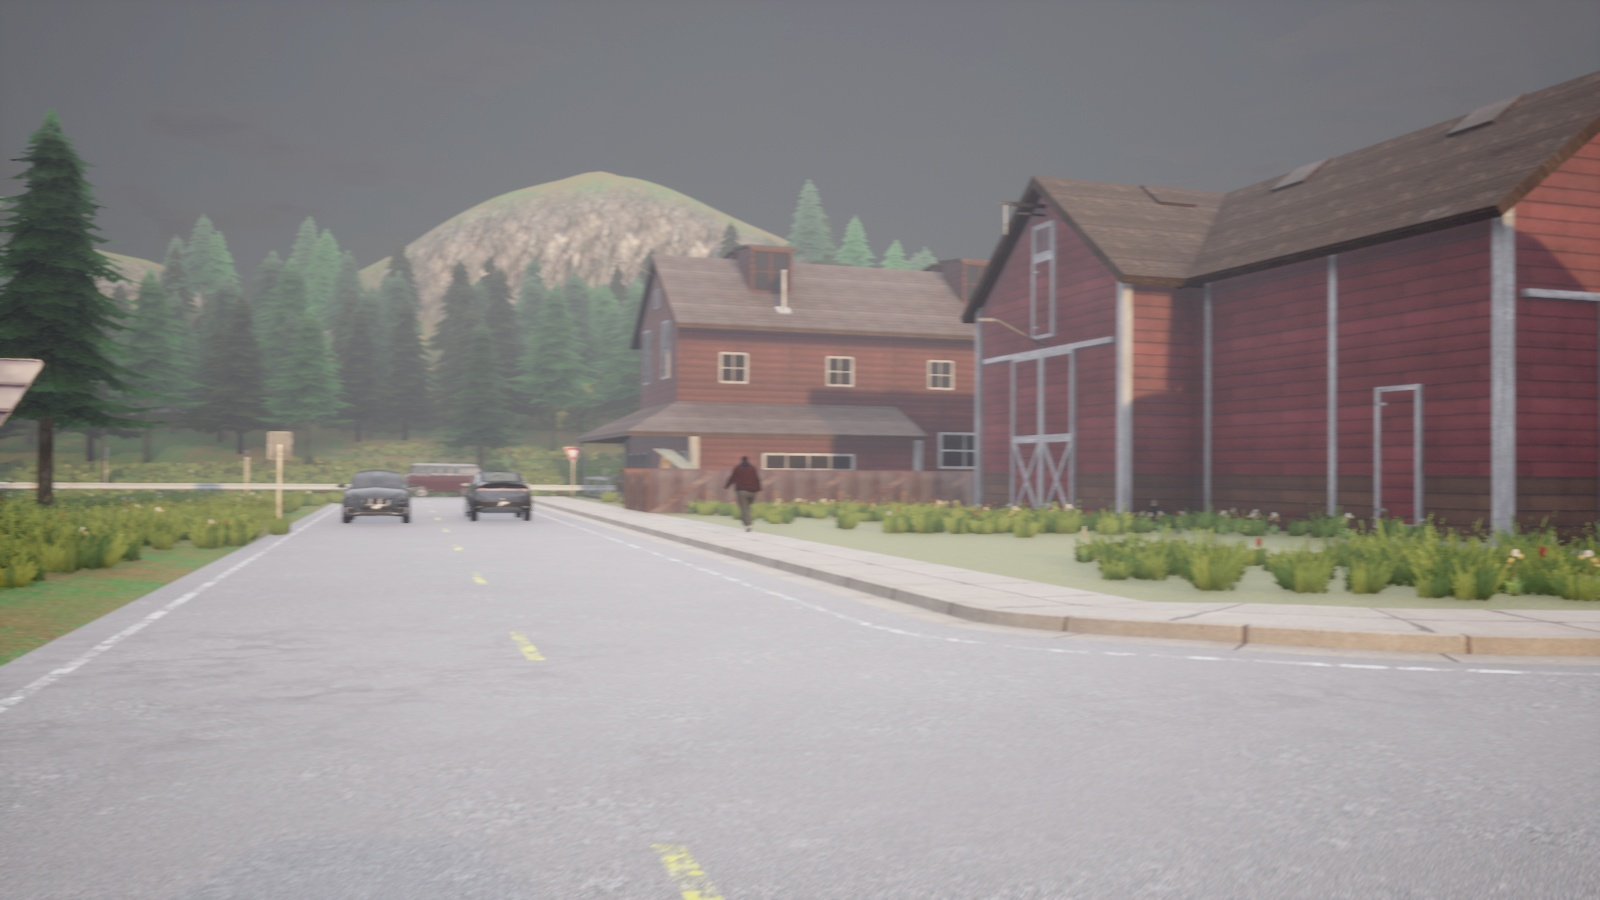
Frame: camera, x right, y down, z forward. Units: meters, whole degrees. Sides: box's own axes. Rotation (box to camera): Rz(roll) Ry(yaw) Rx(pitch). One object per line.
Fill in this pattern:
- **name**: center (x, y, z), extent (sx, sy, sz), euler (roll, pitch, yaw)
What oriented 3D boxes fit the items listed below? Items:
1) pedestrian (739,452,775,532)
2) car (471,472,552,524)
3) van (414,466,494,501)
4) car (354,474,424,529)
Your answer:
- **pedestrian**: center (-1.009, 0.982, 29.489), extent (0.634, 1.844, 0.899), euler (0, -1, -17)
- **car**: center (-9.088, 1.454, 39.300), extent (2.128, 1.511, 4.902), euler (0, -1, -17)
- **van**: center (-20.213, 1.960, 73.387), extent (4.442, 1.987, 1.775), euler (1, -2, -17)
- **car**: center (-12.034, 1.463, 36.968), extent (1.837, 1.490, 4.892), euler (0, -1, -17)
